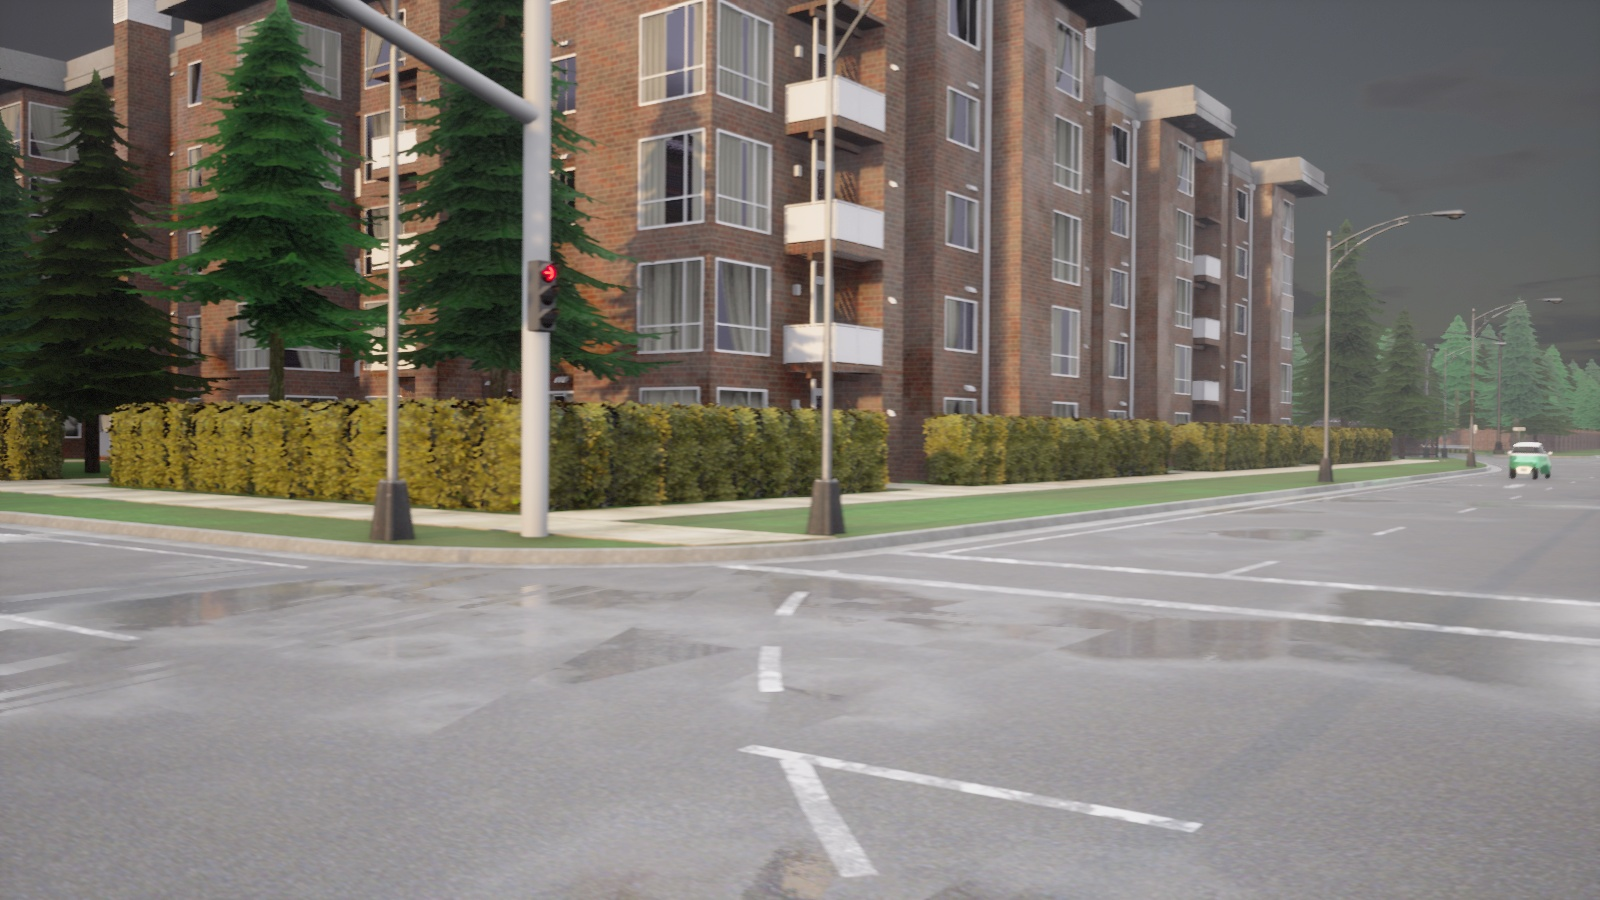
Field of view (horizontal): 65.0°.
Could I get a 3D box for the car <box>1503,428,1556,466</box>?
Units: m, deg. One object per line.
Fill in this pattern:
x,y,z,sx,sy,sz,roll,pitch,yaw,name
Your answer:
27.449,-0.112,47.252,1.481,1.376,2.207,0,1,36,car
